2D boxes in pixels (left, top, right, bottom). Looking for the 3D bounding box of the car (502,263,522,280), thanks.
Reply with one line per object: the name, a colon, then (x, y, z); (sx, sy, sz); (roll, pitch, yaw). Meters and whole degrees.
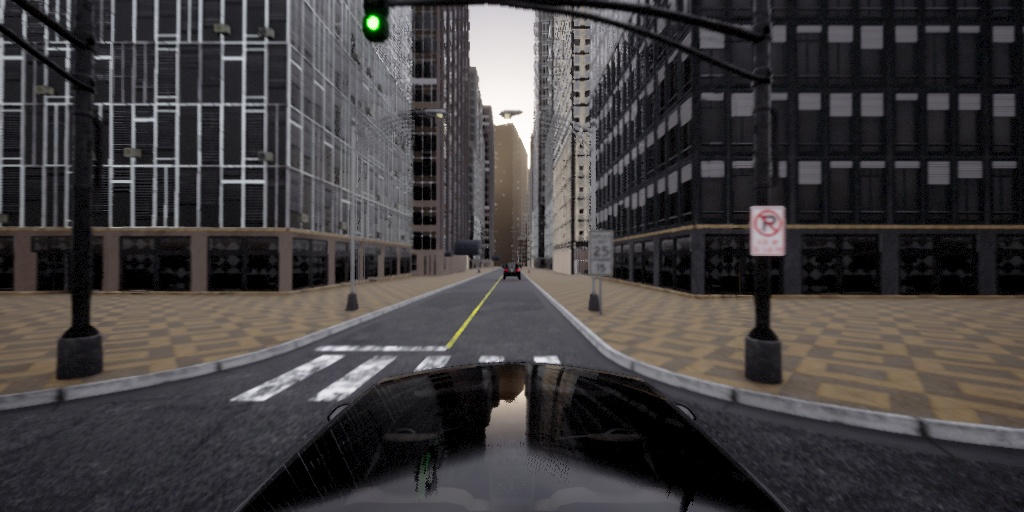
car: (0.007, 1.811, 43.538); (2.150, 2.045, 5.566); (0, -1, 0)
